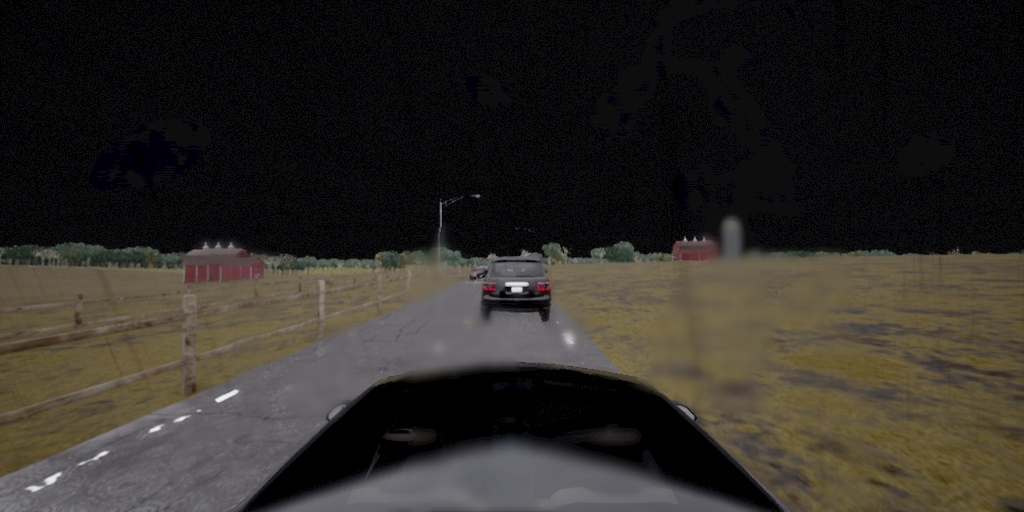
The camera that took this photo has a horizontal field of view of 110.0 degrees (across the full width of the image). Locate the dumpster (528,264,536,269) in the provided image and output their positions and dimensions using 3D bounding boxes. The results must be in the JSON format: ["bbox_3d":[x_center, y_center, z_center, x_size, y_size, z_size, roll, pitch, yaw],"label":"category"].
[{"bbox_3d":[3.476,1.695,55.791,1.020,1.700,1.940,0,0,0],"label":"dumpster"}]

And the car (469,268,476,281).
[{"bbox_3d":[-2.650,1.556,32.578,1.994,1.385,4.181,0,-1,0],"label":"car"}]

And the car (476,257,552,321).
[{"bbox_3d":[0.155,1.049,12.938,2.150,2.045,5.566,0,0,0],"label":"car"}]
